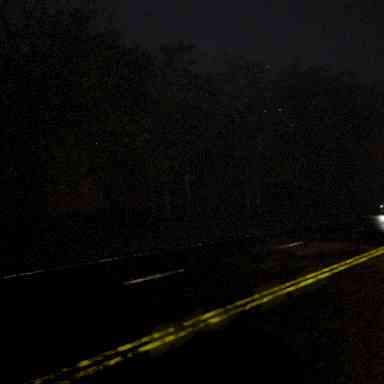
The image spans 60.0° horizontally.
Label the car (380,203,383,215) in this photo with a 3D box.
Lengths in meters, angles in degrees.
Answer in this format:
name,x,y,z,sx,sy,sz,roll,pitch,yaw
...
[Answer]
name,x,y,z,sx,sy,sz,roll,pitch,yaw
car,19.089,1.154,30.708,4.553,1.767,2.097,-1,-1,-43
